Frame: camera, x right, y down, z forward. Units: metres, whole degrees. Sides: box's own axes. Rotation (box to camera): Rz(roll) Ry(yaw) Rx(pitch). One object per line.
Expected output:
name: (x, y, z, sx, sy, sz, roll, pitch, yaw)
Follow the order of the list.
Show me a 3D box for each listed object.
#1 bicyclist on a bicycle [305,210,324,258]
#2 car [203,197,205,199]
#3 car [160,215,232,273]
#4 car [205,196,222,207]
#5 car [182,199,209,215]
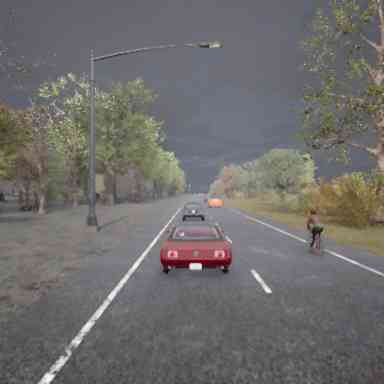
bicyclist on a bicycle: (4.475, 1.492, 12.110, 0.582, 1.620, 1.656, 0, 0, 0)
car: (3.562, 1.581, 73.377, 2.097, 1.767, 4.553, 0, 0, 0)
car: (0.106, 1.633, 10.762, 1.895, 1.301, 4.718, 0, 0, 0)
car: (3.644, 1.516, 53.446, 2.097, 1.767, 4.553, 0, 0, 0)
car: (0.120, 1.634, 28.862, 2.033, 1.411, 5.357, 0, 0, 0)
